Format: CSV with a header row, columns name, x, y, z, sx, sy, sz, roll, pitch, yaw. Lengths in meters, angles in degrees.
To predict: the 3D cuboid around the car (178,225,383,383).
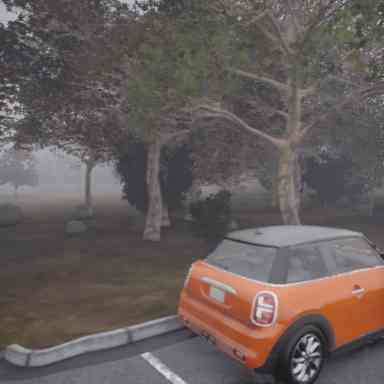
name,x,y,z,sx,sy,sz,roll,pitch,yaw
car,2.106,1.349,5.532,4.553,1.767,2.185,0,2,-33
